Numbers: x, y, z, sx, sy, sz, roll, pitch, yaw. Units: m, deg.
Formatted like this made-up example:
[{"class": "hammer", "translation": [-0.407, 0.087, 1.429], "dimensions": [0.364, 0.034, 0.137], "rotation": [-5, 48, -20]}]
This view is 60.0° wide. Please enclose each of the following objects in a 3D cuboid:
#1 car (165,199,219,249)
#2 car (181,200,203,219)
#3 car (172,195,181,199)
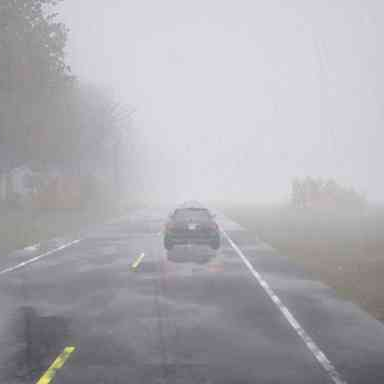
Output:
[{"class": "car", "translation": [0.000, 1.359, 14.621], "dimensions": [2.097, 1.767, 4.553], "rotation": [0, 0, 0]}, {"class": "car", "translation": [0.000, 1.518, 29.652], "dimensions": [1.812, 1.442, 4.674], "rotation": [0, 0, 0]}, {"class": "car", "translation": [-3.500, 1.381, 75.929], "dimensions": [1.882, 1.535, 5.008], "rotation": [0, 0, 0]}]
